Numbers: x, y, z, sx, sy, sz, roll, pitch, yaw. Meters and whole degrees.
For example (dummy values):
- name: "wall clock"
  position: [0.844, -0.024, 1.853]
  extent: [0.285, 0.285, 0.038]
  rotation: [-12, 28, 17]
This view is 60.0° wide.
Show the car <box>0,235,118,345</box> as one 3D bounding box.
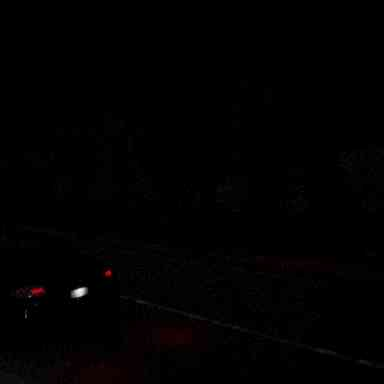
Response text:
- name: "car"
  position: [-3.401, 1.540, 6.408]
  extent: [4.181, 1.385, 1.994]
  rotation: [0, 0, 36]
